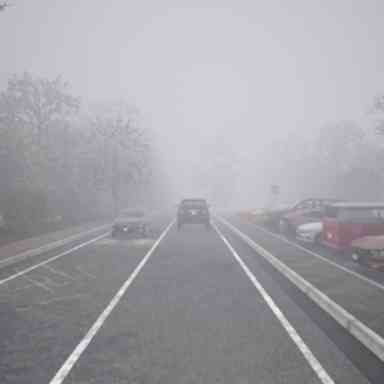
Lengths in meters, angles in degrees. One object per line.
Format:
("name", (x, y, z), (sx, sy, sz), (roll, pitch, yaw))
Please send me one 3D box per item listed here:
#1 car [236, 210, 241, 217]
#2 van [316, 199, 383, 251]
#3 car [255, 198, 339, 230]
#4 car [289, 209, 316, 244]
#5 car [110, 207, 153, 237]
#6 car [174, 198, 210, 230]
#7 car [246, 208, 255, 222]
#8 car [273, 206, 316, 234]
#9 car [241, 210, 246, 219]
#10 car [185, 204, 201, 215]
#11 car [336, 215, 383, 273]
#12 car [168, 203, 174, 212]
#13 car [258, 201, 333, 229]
("car", (6.908, 1.816, 31.557), (5.366, 1.575, 1.946), (0, -1, 0))
("van", (7.195, 1.352, 12.143), (4.442, 1.987, 1.878), (0, -1, 0))
("car", (7.056, 1.409, 20.471), (5.566, 2.045, 2.435), (0, -1, 0))
("car", (7.083, 1.646, 14.916), (4.674, 1.452, 2.002), (0, -1, 0))
("car", (-3.344, 1.670, 19.233), (1.837, 1.490, 4.892), (0, -1, 0))
("car", (0.105, 1.443, 23.235), (2.150, 2.045, 5.566), (0, -1, 0))
("car", (7.096, 1.725, 26.017), (5.008, 1.535, 2.097), (0, -1, 0))
("car", (7.112, 1.663, 17.692), (4.792, 1.488, 2.163), (0, -1, 0))
("car", (7.097, 1.769, 28.788), (4.892, 1.521, 2.231), (0, -1, 0))
("car", (0.112, 2.190, 42.132), (1.994, 1.385, 4.181), (0, -2, 0))
("car", (7.081, 1.551, 9.364), (5.008, 1.535, 2.097), (0, -1, 0))
("car", (-3.278, 2.823, 60.912), (1.837, 1.490, 4.892), (0, -3, 1))
("car", (7.118, 1.565, 23.241), (4.553, 1.767, 2.185), (0, -1, 0))
